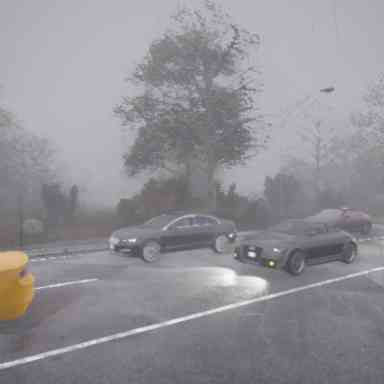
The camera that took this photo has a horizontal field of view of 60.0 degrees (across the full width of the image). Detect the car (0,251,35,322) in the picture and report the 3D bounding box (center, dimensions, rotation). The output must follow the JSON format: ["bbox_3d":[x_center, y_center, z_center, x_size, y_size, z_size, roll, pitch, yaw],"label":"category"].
[{"bbox_3d":[-4.992,1.468,4.687,5.008,1.535,1.882,0,0,-35],"label":"car"}]

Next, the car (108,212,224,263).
[{"bbox_3d":[-0.554,1.499,12.079,4.902,1.511,2.128,0,0,-35],"label":"car"}]

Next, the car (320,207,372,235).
[{"bbox_3d":[7.702,1.558,17.633,4.674,1.442,1.812,0,0,-33],"label":"car"}]

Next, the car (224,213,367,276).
[{"bbox_3d":[3.335,1.580,10.507,4.181,1.385,1.994,0,0,-34],"label":"car"}]
